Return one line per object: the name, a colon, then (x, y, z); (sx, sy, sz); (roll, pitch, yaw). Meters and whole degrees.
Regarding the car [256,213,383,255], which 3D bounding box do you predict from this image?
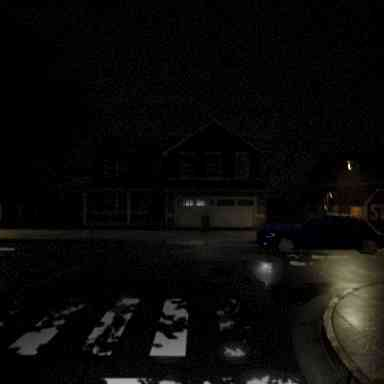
car: (5.057, 1.575, 13.167); (5.008, 1.535, 1.882); (1, 0, 0)
